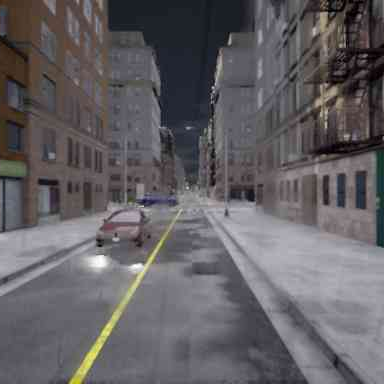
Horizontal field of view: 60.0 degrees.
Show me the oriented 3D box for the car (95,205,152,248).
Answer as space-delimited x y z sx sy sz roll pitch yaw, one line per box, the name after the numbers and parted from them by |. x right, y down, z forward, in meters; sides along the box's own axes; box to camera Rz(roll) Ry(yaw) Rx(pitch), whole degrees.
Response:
-2.862 1.532 14.855 1.812 1.442 4.674 0 0 0 | car

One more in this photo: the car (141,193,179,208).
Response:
-4.663 1.176 47.383 5.566 2.045 2.150 0 0 0 | car
